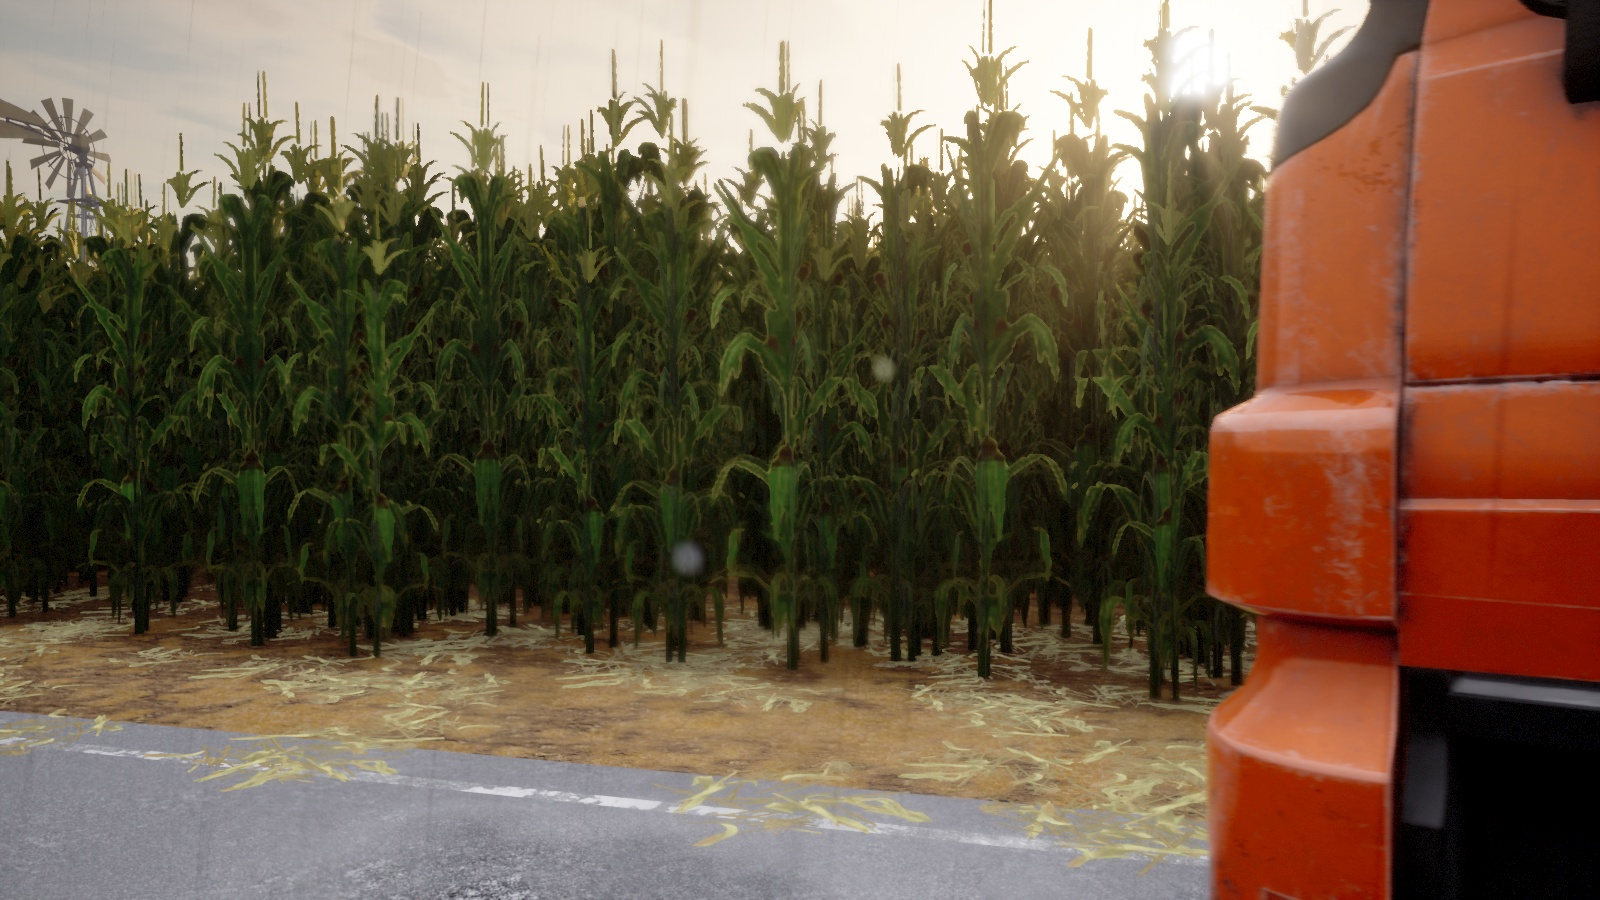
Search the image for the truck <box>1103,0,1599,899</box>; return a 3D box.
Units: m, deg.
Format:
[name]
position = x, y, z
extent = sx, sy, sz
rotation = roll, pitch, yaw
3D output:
[truck]
position = 4.583, -0.154, 0.970
extent = 7.936, 3.462, 2.891
rotation = 1, 1, 35
